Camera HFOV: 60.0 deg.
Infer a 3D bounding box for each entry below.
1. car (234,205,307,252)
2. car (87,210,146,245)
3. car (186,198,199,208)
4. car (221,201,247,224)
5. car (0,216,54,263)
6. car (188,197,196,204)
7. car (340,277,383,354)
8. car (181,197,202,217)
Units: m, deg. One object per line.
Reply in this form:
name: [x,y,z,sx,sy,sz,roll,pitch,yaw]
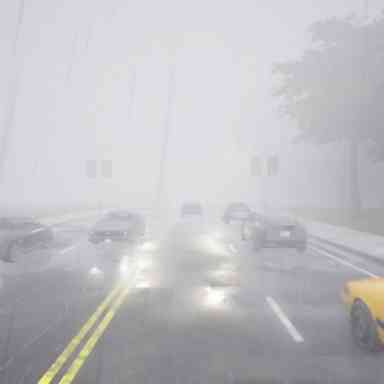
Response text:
car: [3.255,1.515,13.961,2.163,1.488,4.792,0,0,0]
car: [-3.346,1.564,15.928,2.033,1.411,5.357,0,0,0]
car: [0.113,1.760,55.912,2.128,1.511,4.902,0,-1,0]
car: [3.257,1.481,24.936,2.033,1.649,4.856,0,0,0]
car: [-6.597,1.571,11.806,1.994,1.385,4.181,0,0,0]
car: [0.020,1.945,73.824,1.882,1.535,5.008,0,-1,0]
car: [3.252,1.456,3.117,1.801,1.575,5.366,0,0,0]
car: [-0.013,1.567,32.382,1.882,1.535,5.008,0,0,0]
